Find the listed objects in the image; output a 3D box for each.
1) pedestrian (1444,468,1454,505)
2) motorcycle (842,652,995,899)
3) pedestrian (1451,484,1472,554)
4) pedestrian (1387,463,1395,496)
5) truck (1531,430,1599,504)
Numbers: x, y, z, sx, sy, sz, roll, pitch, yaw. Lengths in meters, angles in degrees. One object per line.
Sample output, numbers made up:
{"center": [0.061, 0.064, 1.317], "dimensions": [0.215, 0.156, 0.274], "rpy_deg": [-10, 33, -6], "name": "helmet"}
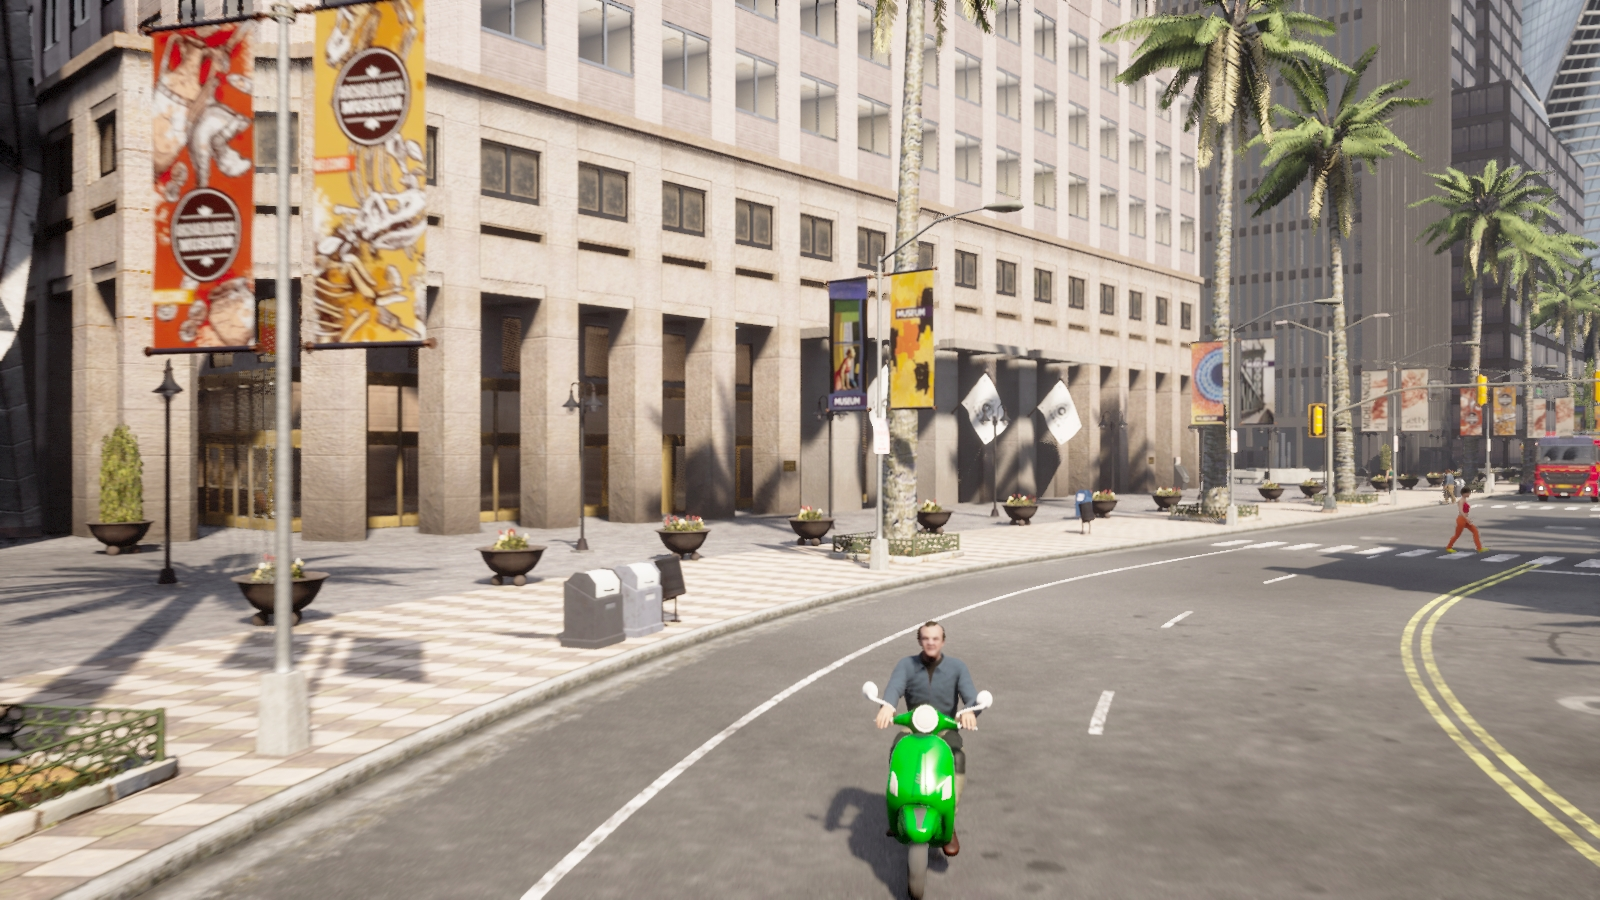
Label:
{"center": [32.728, 1.856, 57.630], "dimensions": [0.375, 1.860, 0.375], "rpy_deg": [0, 0, 43], "name": "pedestrian"}
{"center": [0.866, 2.182, 7.821], "dimensions": [0.856, 1.236, 1.805], "rpy_deg": [1, 0, 11], "name": "motorcycle"}
{"center": [17.772, 1.851, 30.679], "dimensions": [0.375, 1.860, 0.375], "rpy_deg": [0, 0, -38], "name": "pedestrian"}
{"center": [33.966, 1.703, 65.654], "dimensions": [0.375, 1.860, 0.375], "rpy_deg": [0, 0, 29], "name": "pedestrian"}
{"center": [43.144, 0.899, 63.511], "dimensions": [2.891, 3.827, 8.468], "rpy_deg": [0, 0, 42], "name": "truck"}
